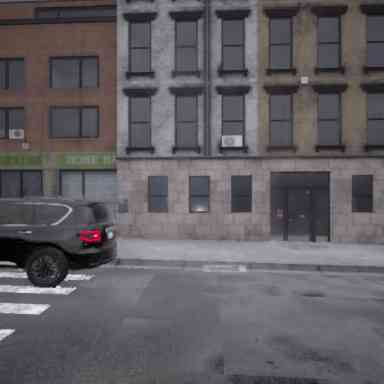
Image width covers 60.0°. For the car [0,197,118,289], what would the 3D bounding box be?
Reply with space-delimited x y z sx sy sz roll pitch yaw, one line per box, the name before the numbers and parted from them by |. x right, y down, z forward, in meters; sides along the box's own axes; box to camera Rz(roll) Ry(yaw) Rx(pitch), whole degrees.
car | -4.735 1.138 8.601 5.566 2.045 2.150 1 0 4
